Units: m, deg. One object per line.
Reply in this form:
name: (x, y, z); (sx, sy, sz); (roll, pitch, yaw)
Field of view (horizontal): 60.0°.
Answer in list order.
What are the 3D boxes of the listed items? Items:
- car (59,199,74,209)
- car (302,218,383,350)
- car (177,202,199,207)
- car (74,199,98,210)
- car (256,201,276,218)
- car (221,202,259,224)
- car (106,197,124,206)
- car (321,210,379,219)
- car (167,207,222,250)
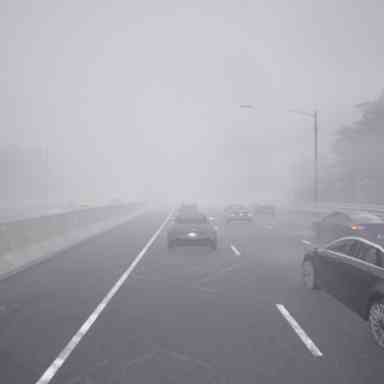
car: (-18.736, 1.853, 51.027); (2.128, 1.511, 4.902); (0, -1, -2)
car: (3.567, 1.488, 6.083); (2.128, 1.511, 4.902); (0, 0, 0)
car: (-0.340, 1.624, 30.769); (2.128, 1.511, 4.902); (0, -1, -1)
car: (-15.140, 1.809, 48.648); (1.882, 1.535, 5.008); (0, -1, -2)
car: (6.623, 1.622, 32.206); (1.882, 1.535, 5.008); (0, -1, -2)
car: (3.303, 1.621, 25.174); (2.033, 1.411, 5.357); (0, -1, -1)
car: (-11.741, 1.711, 51.217); (2.097, 1.767, 4.553); (0, -1, -2)
car: (6.980, 1.529, 14.882); (1.812, 1.442, 4.674); (0, 0, -1)
car: (-0.015, 1.567, 14.392); (1.994, 1.385, 4.181); (0, 0, -1)
